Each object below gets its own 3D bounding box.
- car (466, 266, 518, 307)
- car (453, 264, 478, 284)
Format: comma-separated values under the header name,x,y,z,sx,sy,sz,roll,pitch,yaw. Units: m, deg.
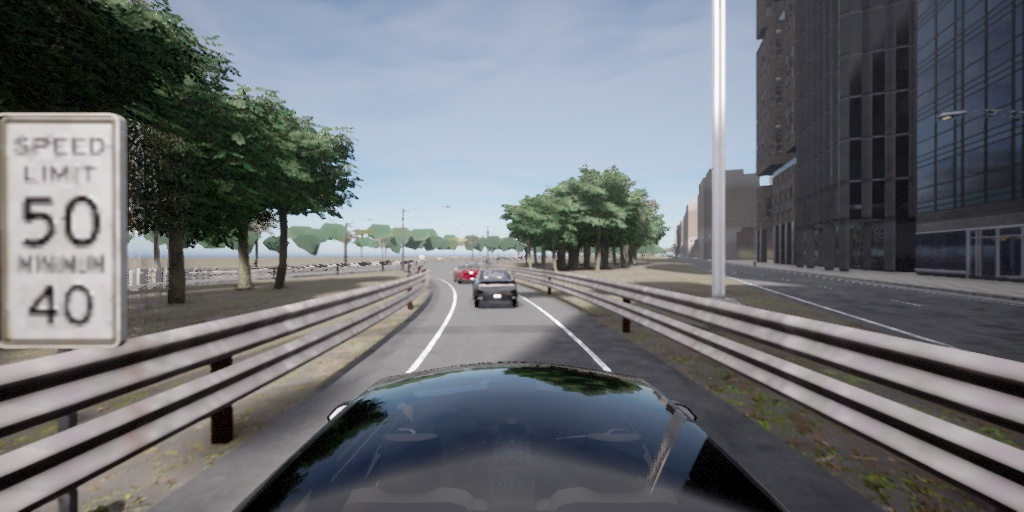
name,x,y,z,sx,sy,sz,roll,pitch,yaw
car,-0.895,1.405,16.610,2.128,1.511,4.902,0,-1,-7
car,-3.925,1.445,31.557,2.097,1.767,4.553,0,-1,-16
